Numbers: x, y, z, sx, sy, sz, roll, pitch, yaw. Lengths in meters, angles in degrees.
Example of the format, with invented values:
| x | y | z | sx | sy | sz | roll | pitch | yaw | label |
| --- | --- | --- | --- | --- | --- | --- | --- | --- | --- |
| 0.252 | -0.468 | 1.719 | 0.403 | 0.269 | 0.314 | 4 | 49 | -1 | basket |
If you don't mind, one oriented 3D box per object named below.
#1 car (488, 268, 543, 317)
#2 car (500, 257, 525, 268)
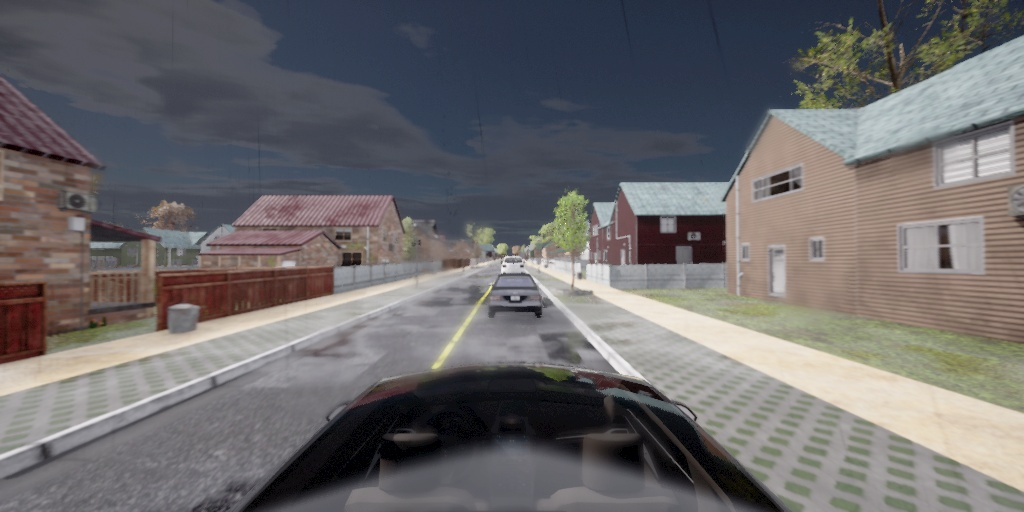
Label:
| x | y | z | sx | sy | sz | roll | pitch | yaw | label |
| --- | --- | --- | --- | --- | --- | --- | --- | --- | --- |
| 0.098 | 1.338 | 13.416 | 2.033 | 1.411 | 5.357 | 0 | 0 | 0 | car |
| 0.085 | 1.080 | 34.476 | 2.150 | 2.045 | 5.566 | 0 | 0 | -1 | car |
